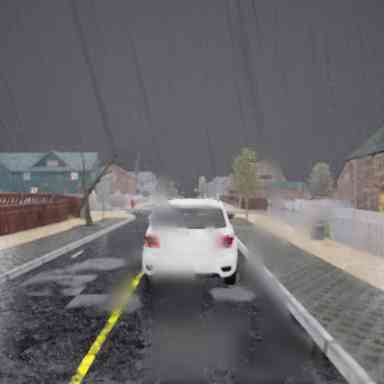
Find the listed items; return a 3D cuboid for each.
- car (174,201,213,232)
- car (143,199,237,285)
[{"bbox_3d":[0.087,1.424,20.800,2.128,1.511,4.902,0,0,0],"label":"car"},{"bbox_3d":[0.061,1.189,9.571,2.150,2.045,5.566,0,0,3],"label":"car"}]
